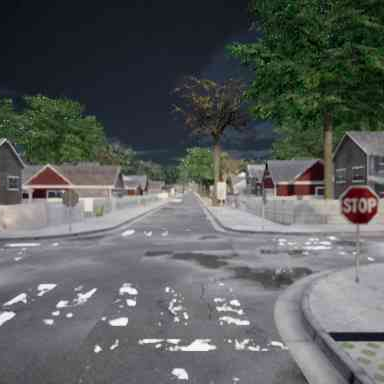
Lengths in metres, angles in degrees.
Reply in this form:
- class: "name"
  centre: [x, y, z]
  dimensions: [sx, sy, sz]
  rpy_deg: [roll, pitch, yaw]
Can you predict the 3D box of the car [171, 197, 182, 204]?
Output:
- class: "car"
  centre: [-2.748, 1.533, 60.636]
  dimensions: [1.895, 1.301, 4.718]
  rpy_deg: [0, 0, 0]
